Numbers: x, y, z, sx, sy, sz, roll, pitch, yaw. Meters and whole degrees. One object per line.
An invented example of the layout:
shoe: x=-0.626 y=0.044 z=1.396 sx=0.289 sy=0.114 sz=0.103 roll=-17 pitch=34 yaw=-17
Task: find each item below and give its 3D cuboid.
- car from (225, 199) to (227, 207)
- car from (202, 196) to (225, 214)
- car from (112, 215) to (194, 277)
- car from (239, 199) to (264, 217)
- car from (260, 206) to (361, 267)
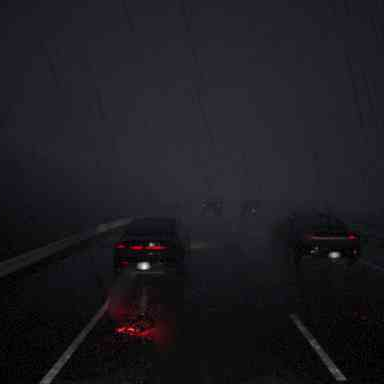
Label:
car: x=3.617 y=1.341 z=45.310 sx=1.837 sy=1.490 sz=4.892 roll=0 pitch=1 yaw=9
car: x=2.117 y=1.402 z=33.725 sx=1.812 sy=1.442 sz=4.674 roll=0 pitch=0 yaw=8
car: x=-1.029 y=1.466 z=10.146 sx=1.837 sy=1.490 sz=4.892 roll=0 pitch=0 yaw=2
car: x=5.275 y=1.372 z=29.575 sx=1.882 sy=1.535 sz=5.008 roll=0 pitch=0 yaw=6
car: x=3.903 y=1.452 z=11.288 sx=2.128 sy=1.511 sz=4.902 roll=0 pitch=0 yaw=2
